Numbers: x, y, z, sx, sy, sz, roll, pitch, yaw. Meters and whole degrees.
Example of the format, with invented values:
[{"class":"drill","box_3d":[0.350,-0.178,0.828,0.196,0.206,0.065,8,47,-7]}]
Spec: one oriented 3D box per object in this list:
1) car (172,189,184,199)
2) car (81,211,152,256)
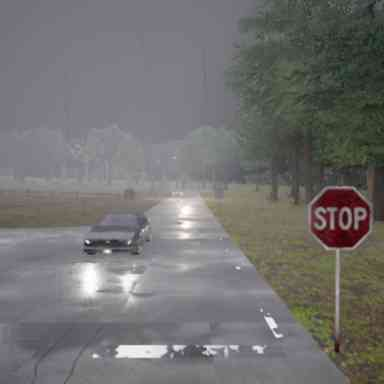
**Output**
[{"class":"car","box_3d":[-2.710,0.215,63.676,2.097,1.767,4.553,0,2,0]},{"class":"car","box_3d":[-2.729,1.505,13.409,2.033,1.411,5.357,1,1,0]}]
